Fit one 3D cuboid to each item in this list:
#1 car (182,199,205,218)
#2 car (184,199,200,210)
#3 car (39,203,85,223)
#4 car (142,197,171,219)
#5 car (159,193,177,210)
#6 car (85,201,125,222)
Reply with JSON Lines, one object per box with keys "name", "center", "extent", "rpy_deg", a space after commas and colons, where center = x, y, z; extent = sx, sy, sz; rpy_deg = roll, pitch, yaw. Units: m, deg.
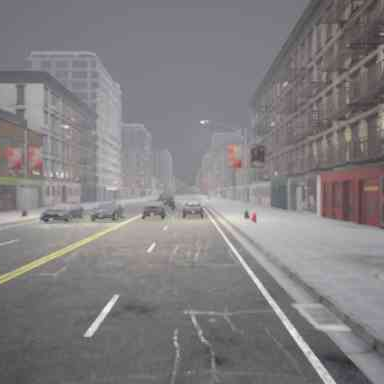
{"name": "car", "center": [0.100, 1.471, 29.946], "extent": [2.128, 1.511, 4.902], "rpy_deg": [0, 0, 0]}
{"name": "car", "center": [0.026, 1.572, 44.011], "extent": [1.895, 1.301, 4.718], "rpy_deg": [0, 0, 0]}
{"name": "car", "center": [-9.845, 1.531, 25.895], "extent": [2.033, 1.411, 5.357], "rpy_deg": [0, 0, 0]}
{"name": "car", "center": [-3.150, 1.486, 28.786], "extent": [1.837, 1.490, 4.892], "rpy_deg": [0, 0, 0]}
{"name": "car", "center": [-3.232, 1.197, 43.344], "extent": [2.150, 2.045, 5.566], "rpy_deg": [0, 0, 0]}
{"name": "car", "center": [-6.590, 1.488, 26.428], "extent": [1.837, 1.490, 4.892], "rpy_deg": [0, 0, 0]}
